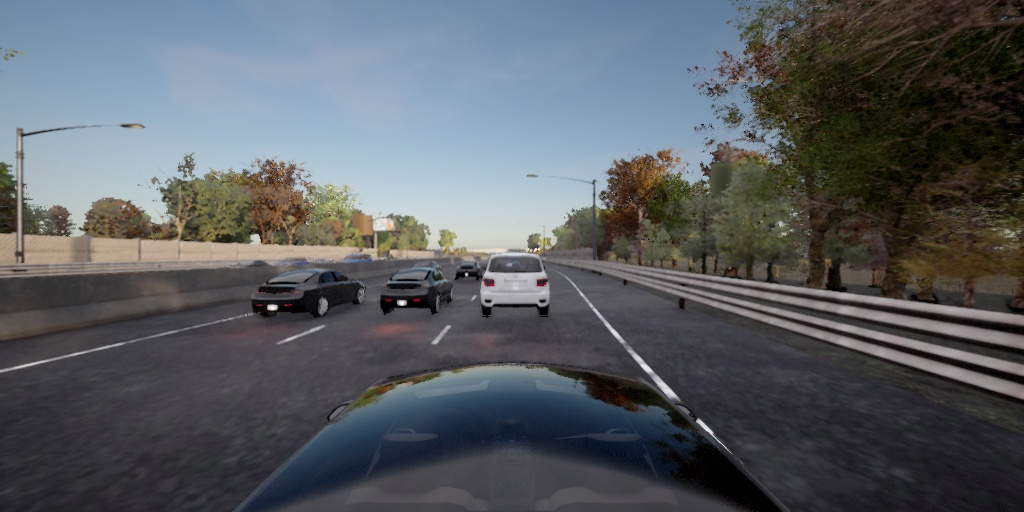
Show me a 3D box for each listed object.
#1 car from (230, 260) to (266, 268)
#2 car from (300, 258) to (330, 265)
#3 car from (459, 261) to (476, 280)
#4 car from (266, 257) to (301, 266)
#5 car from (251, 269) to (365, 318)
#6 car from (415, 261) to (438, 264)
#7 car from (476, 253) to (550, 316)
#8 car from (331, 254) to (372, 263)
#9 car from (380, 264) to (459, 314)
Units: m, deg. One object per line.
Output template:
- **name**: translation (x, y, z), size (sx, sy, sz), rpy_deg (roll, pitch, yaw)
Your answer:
- **car**: translation (-28.029, 1.120, 38.602), size (1.812, 1.442, 4.674), rpy_deg (0, 0, -1)
- **car**: translation (-21.108, 1.155, 39.965), size (1.994, 1.385, 4.181), rpy_deg (0, 0, 0)
- **car**: translation (-3.421, 1.137, 29.392), size (1.837, 1.490, 4.892), rpy_deg (0, 0, 0)
- **car**: translation (-24.606, 0.942, 40.016), size (2.097, 1.767, 4.553), rpy_deg (0, 0, 0)
- **car**: translation (-6.916, 1.207, 12.775), size (1.837, 1.490, 4.892), rpy_deg (0, 1, 0)
- **car**: translation (-6.922, 1.123, 29.383), size (2.128, 1.511, 4.902), rpy_deg (0, 0, 0)
- **car**: translation (0.083, 0.921, 13.156), size (2.150, 2.045, 5.566), rpy_deg (0, 0, 0)
- **car**: translation (-17.610, 0.811, 40.426), size (2.150, 2.045, 5.566), rpy_deg (0, 0, 0)
- **car**: translation (-3.414, 1.201, 13.557), size (1.837, 1.490, 4.892), rpy_deg (0, 0, 0)
